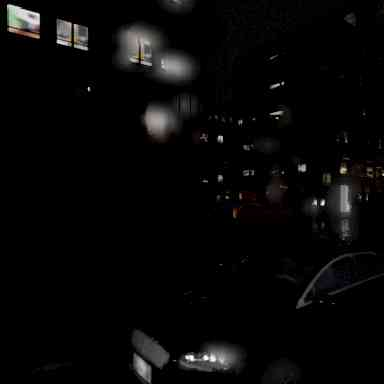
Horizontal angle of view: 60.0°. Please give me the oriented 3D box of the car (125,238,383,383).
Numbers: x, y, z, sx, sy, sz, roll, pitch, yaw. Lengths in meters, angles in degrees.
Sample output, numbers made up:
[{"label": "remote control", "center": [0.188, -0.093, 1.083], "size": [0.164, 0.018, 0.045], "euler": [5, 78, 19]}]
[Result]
[{"label": "car", "center": [1.495, 1.491, 4.753], "size": [4.902, 1.511, 2.128], "euler": [0, 0, -36]}]

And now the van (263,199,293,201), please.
[{"label": "van", "center": [8.501, 1.603, 33.567], "size": [1.690, 1.788, 3.998], "euler": [-1, 0, -36]}]

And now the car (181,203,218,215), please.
[{"label": "car", "center": [0.812, 1.996, 39.660], "size": [1.895, 1.301, 4.718], "euler": [0, -1, -36]}]

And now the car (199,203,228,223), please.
[{"label": "car", "center": [1.764, 1.874, 28.647], "size": [1.802, 1.307, 4.206], "euler": [-1, 0, -36]}]

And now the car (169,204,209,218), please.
[{"label": "car", "center": [-0.375, 1.977, 35.890], "size": [1.895, 1.301, 4.718], "euler": [0, -1, -36]}]

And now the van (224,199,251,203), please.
[{"label": "van", "center": [5.184, 1.676, 38.081], "size": [1.690, 1.788, 3.998], "euler": [-1, 0, -36]}]

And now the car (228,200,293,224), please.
[{"label": "car", "center": [5.633, 1.721, 27.712], "size": [1.882, 1.535, 5.008], "euler": [0, -1, -37]}]
